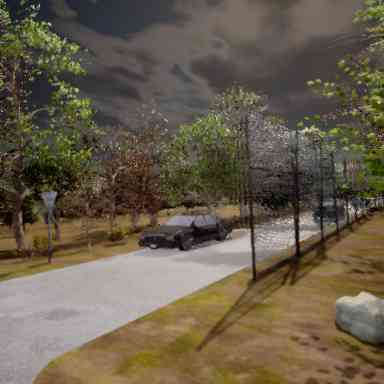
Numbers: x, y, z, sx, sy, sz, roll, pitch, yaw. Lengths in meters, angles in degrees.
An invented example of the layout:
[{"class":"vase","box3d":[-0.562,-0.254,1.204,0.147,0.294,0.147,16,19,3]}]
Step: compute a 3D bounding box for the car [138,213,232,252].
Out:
[{"class":"car","box3d":[-0.053,1.687,15.093,2.033,1.411,5.357,-3,-1,33]}]
